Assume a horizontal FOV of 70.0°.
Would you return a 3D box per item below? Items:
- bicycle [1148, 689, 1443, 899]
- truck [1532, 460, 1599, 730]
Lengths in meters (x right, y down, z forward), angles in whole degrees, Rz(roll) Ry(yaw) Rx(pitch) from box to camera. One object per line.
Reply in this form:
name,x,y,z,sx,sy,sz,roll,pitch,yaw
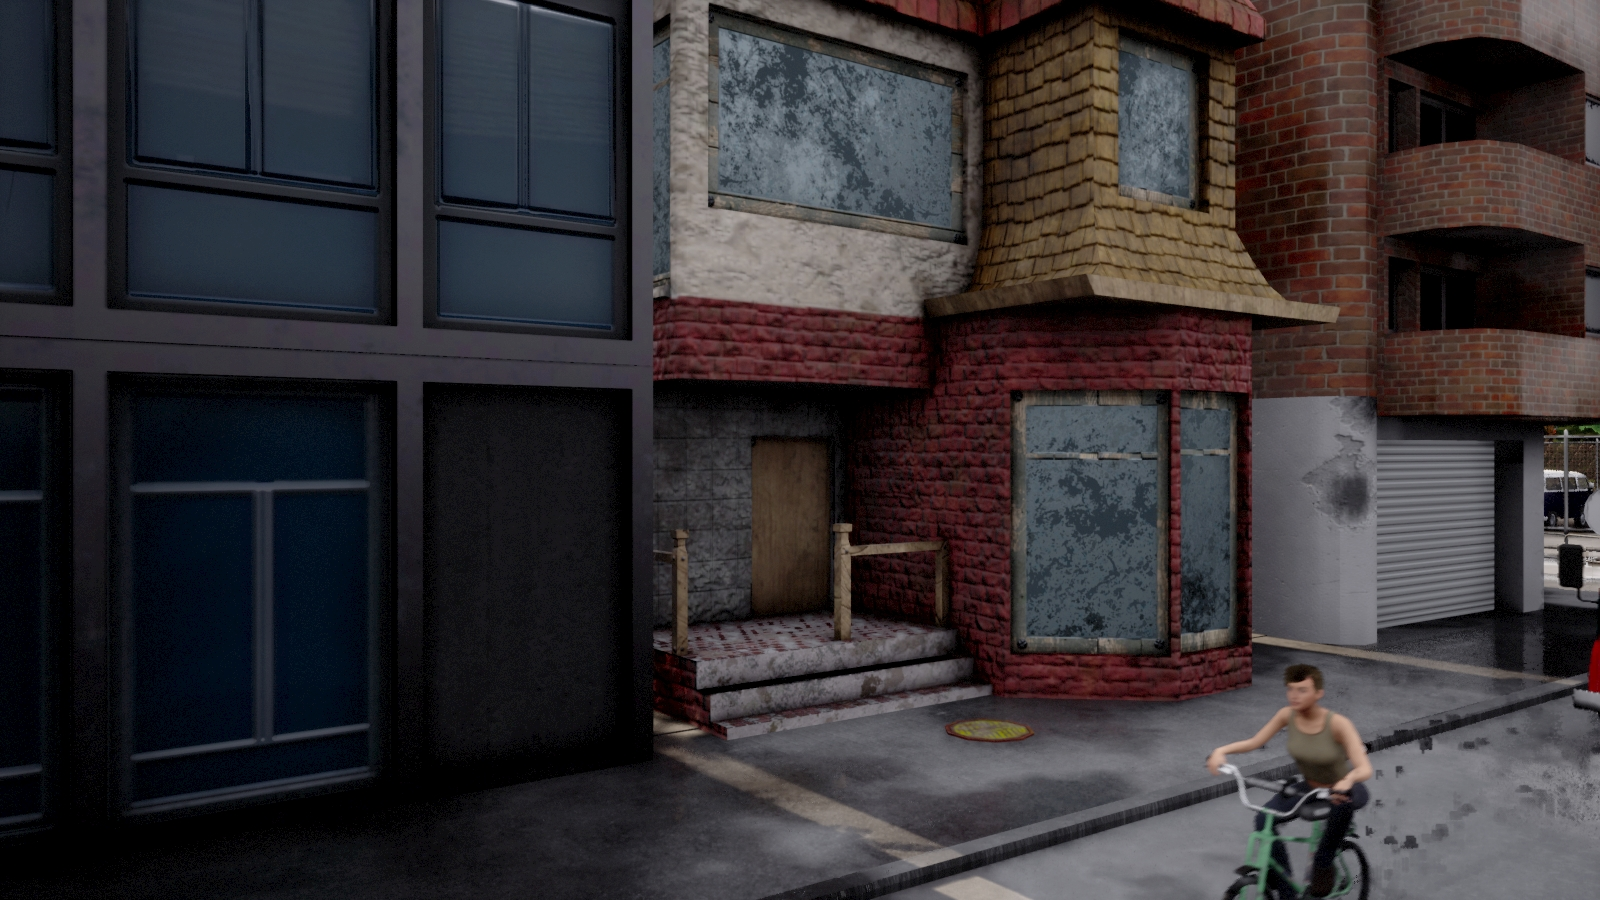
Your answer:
bicycle,2.762,2.033,6.346,1.487,1.080,0.859,0,0,-35
truck,9.906,1.342,11.395,5.204,2.467,2.627,0,0,-35
